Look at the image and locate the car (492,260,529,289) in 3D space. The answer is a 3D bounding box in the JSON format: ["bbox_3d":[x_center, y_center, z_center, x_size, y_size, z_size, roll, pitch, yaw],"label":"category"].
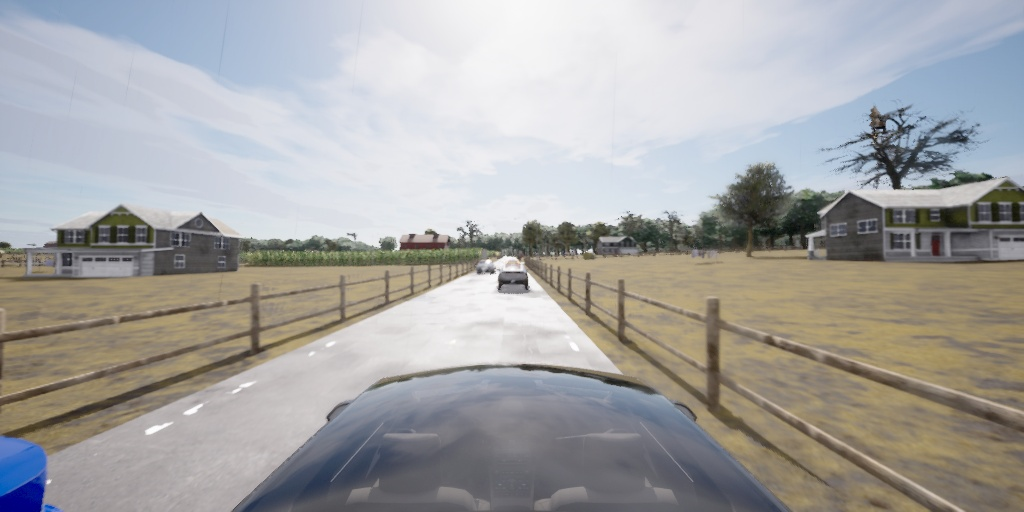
[{"bbox_3d":[0.077,1.246,22.910,2.128,1.511,4.902,0,0,0],"label":"car"}]

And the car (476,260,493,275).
[{"bbox_3d":[-2.839,1.207,39.220,2.128,1.511,4.902,0,0,0],"label":"car"}]
